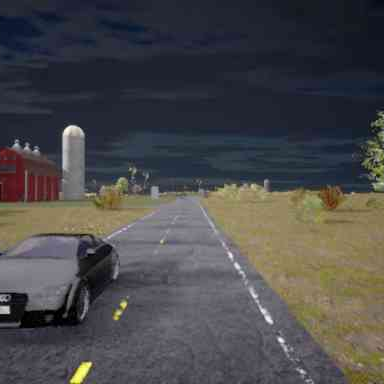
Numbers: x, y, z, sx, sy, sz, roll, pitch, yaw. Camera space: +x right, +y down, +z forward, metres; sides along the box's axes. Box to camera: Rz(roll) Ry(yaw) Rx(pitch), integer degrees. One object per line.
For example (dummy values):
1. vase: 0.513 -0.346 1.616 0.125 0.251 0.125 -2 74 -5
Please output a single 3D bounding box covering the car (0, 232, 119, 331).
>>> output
1. car: -2.851 1.568 6.945 1.994 1.385 4.181 0 0 0
